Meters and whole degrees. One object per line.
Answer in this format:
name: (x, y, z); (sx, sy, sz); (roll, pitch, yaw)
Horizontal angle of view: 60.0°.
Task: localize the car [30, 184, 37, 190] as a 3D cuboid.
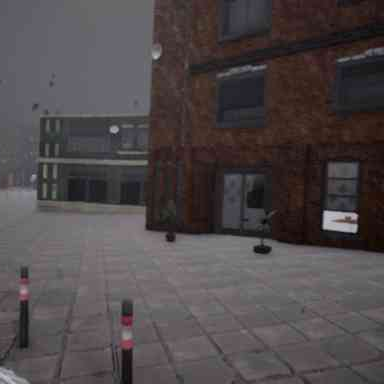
car: (-31.656, -1.156, 69.632); (4.553, 1.767, 2.185); (3, 2, 23)
